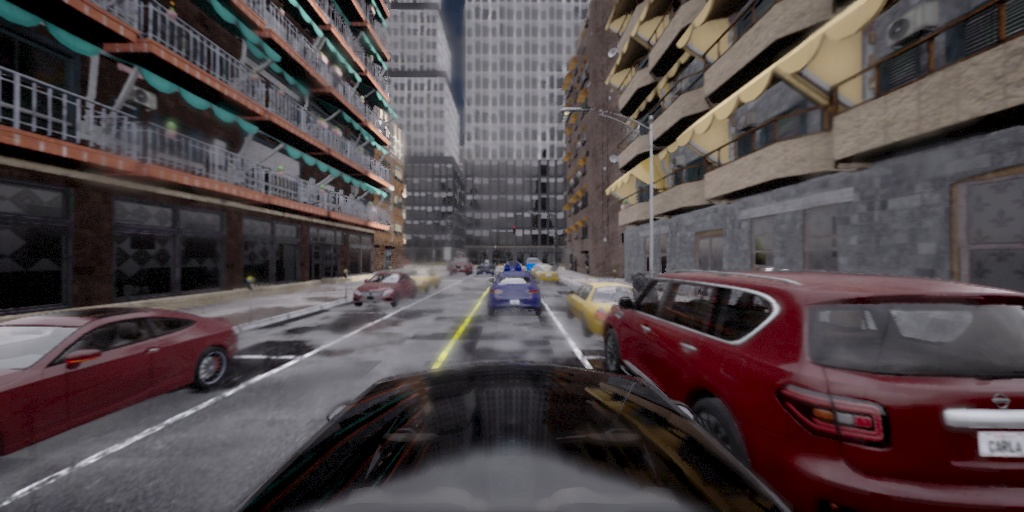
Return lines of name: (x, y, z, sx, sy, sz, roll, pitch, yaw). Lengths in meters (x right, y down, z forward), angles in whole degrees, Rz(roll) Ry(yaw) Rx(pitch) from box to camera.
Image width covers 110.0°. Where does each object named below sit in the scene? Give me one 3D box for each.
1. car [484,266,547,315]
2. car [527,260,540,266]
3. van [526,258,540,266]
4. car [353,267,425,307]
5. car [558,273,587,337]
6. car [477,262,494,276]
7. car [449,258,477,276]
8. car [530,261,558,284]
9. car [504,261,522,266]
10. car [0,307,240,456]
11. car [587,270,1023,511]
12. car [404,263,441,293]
car: (0.096, 1.284, 13.539, 1.812, 1.442, 4.674, 0, 0, 0)
car: (2.559, 1.301, 32.633, 1.751, 1.417, 4.829, 0, 0, 0)
van: (2.556, 1.130, 43.743, 1.690, 1.789, 3.998, 0, 0, 0)
car: (-5.318, 1.341, 15.540, 1.802, 1.307, 4.207, 0, 0, 0)
car: (2.563, 1.281, 10.072, 1.751, 1.417, 4.829, 0, 0, 0)
car: (-2.758, 1.386, 38.772, 2.033, 1.411, 5.357, 0, 0, 0)
car: (-5.323, 1.097, 38.102, 2.192, 1.841, 5.009, 0, 0, 0)
car: (2.560, 1.295, 26.992, 1.751, 1.417, 4.829, 0, 0, 0)
car: (0.092, 1.262, 39.528, 1.882, 1.535, 5.008, 0, 0, 0)
car: (-5.315, 1.333, 4.260, 1.802, 1.307, 4.207, 0, 0, 0)
car: (2.565, 1.067, 4.261, 2.192, 1.841, 5.009, 0, 0, 0)
car: (-5.319, 1.290, 21.010, 1.751, 1.417, 4.829, 0, 0, 0)
